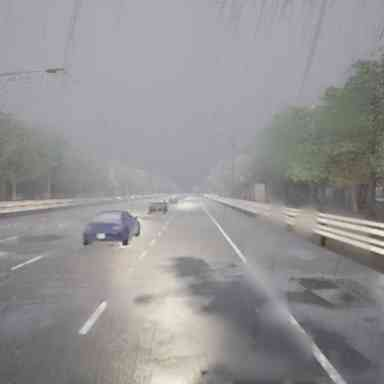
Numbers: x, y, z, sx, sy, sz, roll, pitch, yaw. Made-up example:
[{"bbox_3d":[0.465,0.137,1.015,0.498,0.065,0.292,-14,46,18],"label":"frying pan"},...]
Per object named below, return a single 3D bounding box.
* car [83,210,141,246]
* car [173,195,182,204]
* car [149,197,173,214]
[{"bbox_3d":[-3.506,1.530,15.111,1.812,1.442,4.674,0,0,0],"label":"car"},{"bbox_3d":[-3.513,1.580,62.944,2.033,1.411,5.357,0,0,0],"label":"car"},{"bbox_3d":[-3.511,1.504,35.785,2.128,1.511,4.902,0,0,0],"label":"car"}]
